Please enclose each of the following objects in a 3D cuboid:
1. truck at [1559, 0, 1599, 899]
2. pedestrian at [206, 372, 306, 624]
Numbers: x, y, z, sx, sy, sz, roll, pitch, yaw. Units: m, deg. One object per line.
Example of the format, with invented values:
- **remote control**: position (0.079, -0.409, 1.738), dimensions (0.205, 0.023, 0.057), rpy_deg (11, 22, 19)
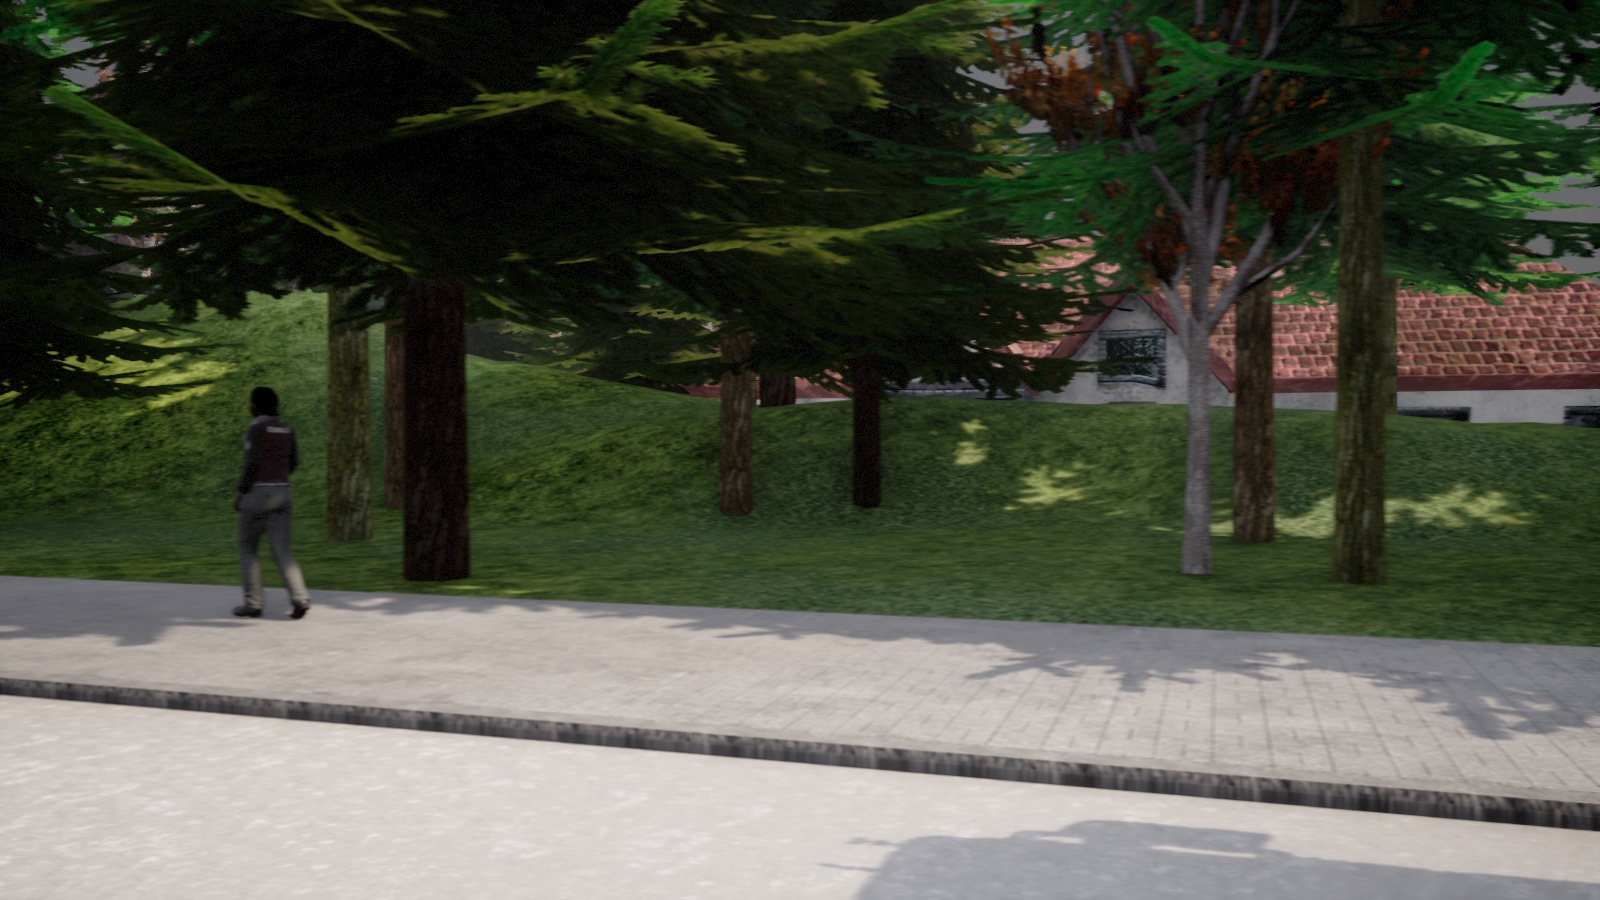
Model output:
- **truck**: position (6.199, -0.341, 1.619), dimensions (8.468, 3.827, 2.891), rpy_deg (1, 1, 19)
- **pedestrian**: position (-4.295, 0.361, 9.922), dimensions (0.666, 1.930, 0.402), rpy_deg (1, 1, 30)
